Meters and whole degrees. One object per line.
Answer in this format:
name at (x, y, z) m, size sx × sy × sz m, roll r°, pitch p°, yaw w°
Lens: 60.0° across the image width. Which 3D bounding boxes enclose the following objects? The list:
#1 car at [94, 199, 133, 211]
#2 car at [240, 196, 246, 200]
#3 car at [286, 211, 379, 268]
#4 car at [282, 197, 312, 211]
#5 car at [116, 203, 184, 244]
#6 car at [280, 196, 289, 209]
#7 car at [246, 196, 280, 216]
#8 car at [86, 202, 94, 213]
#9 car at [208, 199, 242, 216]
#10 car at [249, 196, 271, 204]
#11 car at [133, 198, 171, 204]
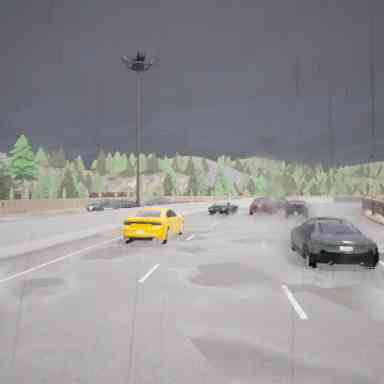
car at (-7.521, 1.549, 34.628) m, size 2.128 × 1.511 × 4.902 m, roll 0°, pitch 0°, yaw 21°
car at (12.399, 1.545, 72.706) m, size 1.882 × 1.535 × 5.008 m, roll -1°, pitch -1°, yaw 43°
car at (4.620, 1.561, 11.350) m, size 1.994 × 1.385 × 4.181 m, roll 0°, pitch 0°, yaw 8°
car at (9.409, 1.490, 29.479) m, size 1.837 × 1.490 × 4.892 m, roll -1°, pitch 0°, yaw 21°
car at (-1.685, 1.488, 15.976) m, size 1.882 × 1.535 × 5.008 m, roll 0°, pitch 0°, yaw 10°
car at (11.414, 1.549, 42.299) m, size 2.033 × 1.411 × 5.357 m, roll 0°, pitch 0°, yaw 31°
car at (7.198, 1.352, 33.272) m, size 2.097 × 1.767 × 4.553 m, roll 0°, pitch 0°, yaw 22°
car at (-9.969, 1.567, 38.005) m, size 2.128 × 1.511 × 4.902 m, roll 0°, pitch 0°, yaw 22°
car at (3.223, 1.616, 32.935) m, size 1.895 × 1.301 × 4.718 m, roll 0°, pitch 0°, yaw 22°
car at (14.269, 1.603, 69.613) m, size 2.128 × 1.511 × 4.902 m, roll -1°, pitch -1°, yaw 43°
car at (-3.770, 1.397, 34.635) m, size 2.097 × 1.767 × 4.553 m, roll 0°, pitch 0°, yaw 21°
